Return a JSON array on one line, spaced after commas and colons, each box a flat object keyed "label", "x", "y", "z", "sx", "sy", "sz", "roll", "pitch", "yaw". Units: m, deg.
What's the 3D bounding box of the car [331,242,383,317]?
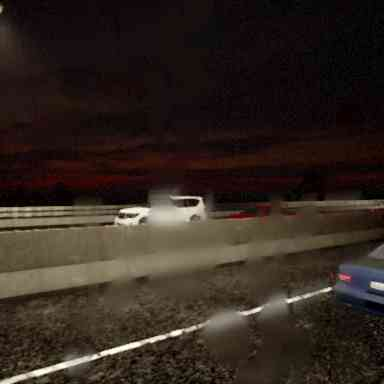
[{"label": "car", "x": 5.069, "y": 1.584, "z": 6.838, "sx": 5.357, "sy": 1.411, "sz": 2.033, "roll": 0, "pitch": 0, "yaw": -35}]

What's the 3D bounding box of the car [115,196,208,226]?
[{"label": "car", "x": -1.626, "y": 1.265, "z": 19.504, "sx": 5.566, "sy": 2.045, "sz": 2.150, "roll": 0, "pitch": 0, "yaw": -35}]

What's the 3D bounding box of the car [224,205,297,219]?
[{"label": "car", "x": 4.024, "y": 1.542, "z": 19.229, "sx": 5.008, "sy": 1.535, "sz": 1.882, "roll": 0, "pitch": 0, "yaw": -35}]

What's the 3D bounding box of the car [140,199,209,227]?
[{"label": "car", "x": -1.235, "y": 1.409, "z": 24.078, "sx": 4.553, "sy": 1.767, "sz": 2.097, "roll": 0, "pitch": 0, "yaw": -35}]
